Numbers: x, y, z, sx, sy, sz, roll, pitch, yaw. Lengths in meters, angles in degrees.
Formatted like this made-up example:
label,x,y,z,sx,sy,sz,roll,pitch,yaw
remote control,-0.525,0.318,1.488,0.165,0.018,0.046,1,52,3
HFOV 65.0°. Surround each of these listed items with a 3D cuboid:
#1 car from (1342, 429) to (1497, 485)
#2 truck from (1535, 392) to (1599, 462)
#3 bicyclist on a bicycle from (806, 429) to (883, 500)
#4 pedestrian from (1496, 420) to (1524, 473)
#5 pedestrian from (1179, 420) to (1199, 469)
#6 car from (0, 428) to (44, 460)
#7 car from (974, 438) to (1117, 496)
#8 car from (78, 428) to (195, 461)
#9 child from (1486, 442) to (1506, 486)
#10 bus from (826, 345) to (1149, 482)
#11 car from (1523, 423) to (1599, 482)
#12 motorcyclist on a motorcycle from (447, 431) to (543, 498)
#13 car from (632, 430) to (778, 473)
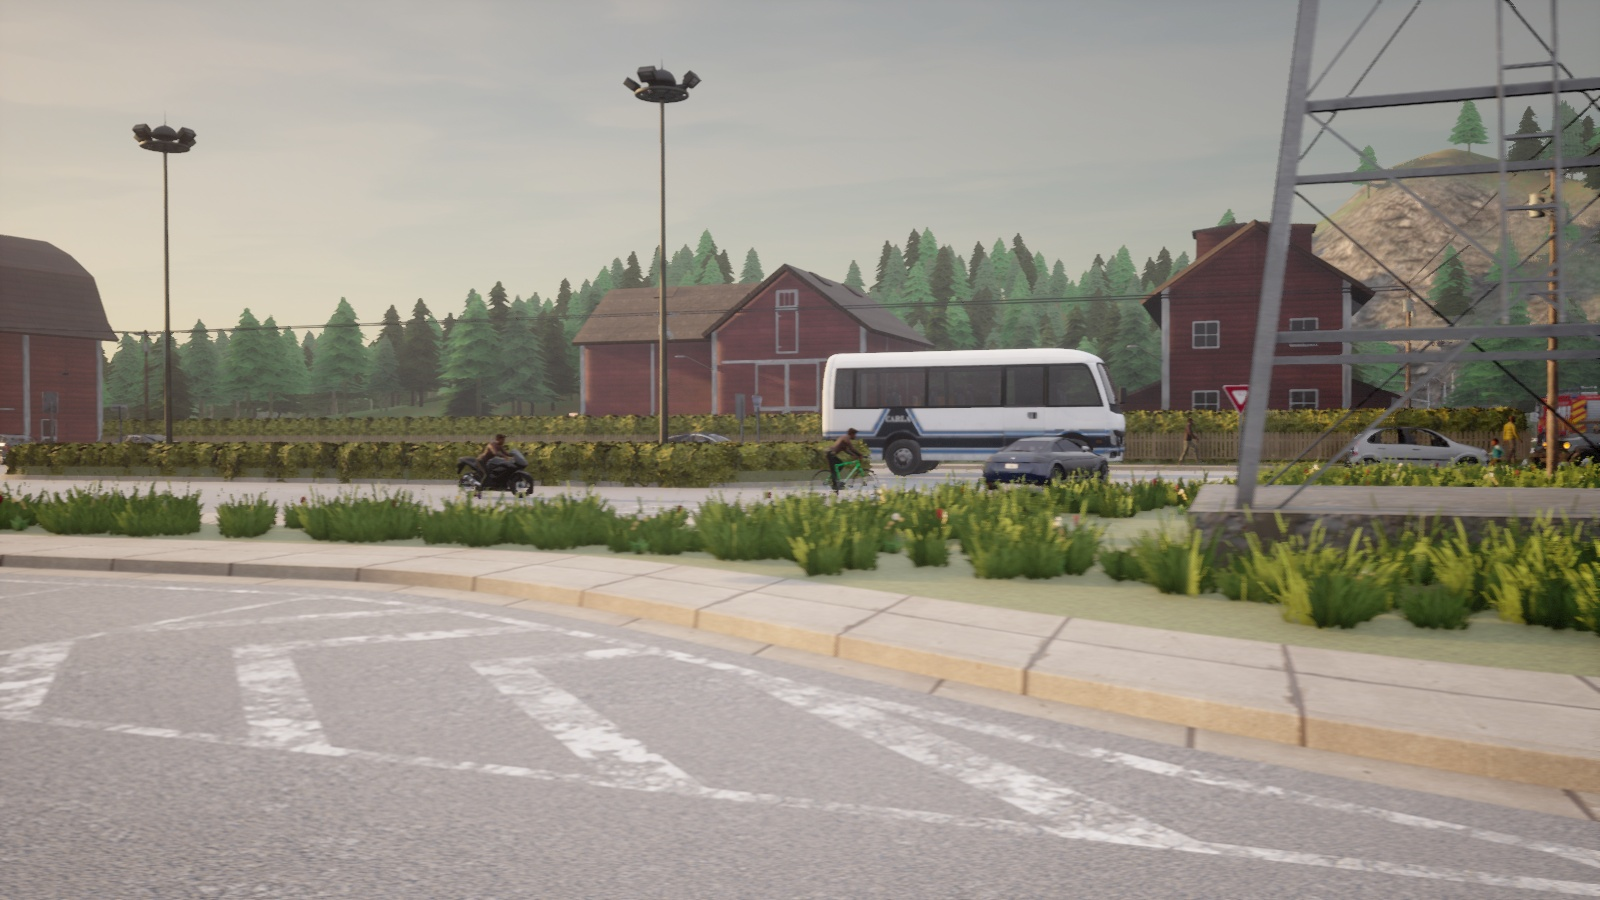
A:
label,x,y,z,sx,sy,sz,roll,pitch,yaw
car,18.837,0.180,38.368,3.988,1.617,1.851,0,1,18
truck,45.100,-1.337,72.654,2.891,3.827,8.468,1,1,20
bicyclist on a bicycle,1.008,0.325,28.780,1.656,1.620,0.582,0,1,-14
pedestrian,24.912,-0.133,44.055,0.726,1.835,0.370,0,1,0
pedestrian,14.807,-0.226,47.741,0.703,1.840,0.431,1,1,19
car,-40.038,-0.346,63.364,3.705,1.549,1.789,1,1,34
car,6.489,0.389,32.940,1.994,1.385,4.181,1,1,38
car,-31.539,-0.278,59.712,4.902,1.511,2.128,0,1,19
child,18.966,0.383,34.216,0.448,1.192,0.343,1,1,24
bus,6.384,-1.207,42.699,10.273,4.253,3.944,0,1,19
car,25.877,0.063,40.831,3.866,1.878,1.905,0,1,-15
motorcyclist on a motorcycle,-7.086,0.320,29.171,2.044,1.523,0.797,1,1,18
car,-3.481,0.036,46.174,4.902,1.511,2.128,1,1,19
